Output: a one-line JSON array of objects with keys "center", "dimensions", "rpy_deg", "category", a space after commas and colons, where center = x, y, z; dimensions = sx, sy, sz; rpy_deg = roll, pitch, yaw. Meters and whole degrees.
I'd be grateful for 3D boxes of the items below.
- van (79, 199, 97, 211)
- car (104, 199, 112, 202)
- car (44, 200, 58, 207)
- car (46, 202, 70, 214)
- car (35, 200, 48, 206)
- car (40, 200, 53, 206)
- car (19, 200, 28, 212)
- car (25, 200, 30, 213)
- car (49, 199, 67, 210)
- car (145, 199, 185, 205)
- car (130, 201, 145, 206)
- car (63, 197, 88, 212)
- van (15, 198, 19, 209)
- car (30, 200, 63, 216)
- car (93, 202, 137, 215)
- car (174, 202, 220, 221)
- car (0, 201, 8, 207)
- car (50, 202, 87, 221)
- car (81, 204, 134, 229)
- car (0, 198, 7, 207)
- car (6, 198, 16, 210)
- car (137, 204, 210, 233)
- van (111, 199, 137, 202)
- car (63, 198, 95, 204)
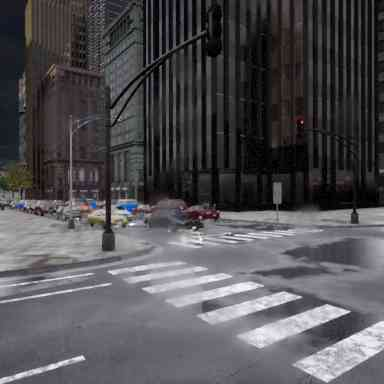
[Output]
[{"center": [-17.060, 2.038, 54.353], "dimensions": [1.690, 1.788, 3.998], "rpy_deg": [-1, 0, -35], "category": "van"}, {"center": [-11.180, 1.876, 46.051], "dimensions": [2.192, 1.841, 5.009], "rpy_deg": [-1, 0, -35], "category": "car"}, {"center": [-31.714, 2.596, 74.935], "dimensions": [1.947, 1.339, 4.313], "rpy_deg": [-1, 0, -35], "category": "car"}, {"center": [-18.918, 2.146, 46.887], "dimensions": [2.128, 1.511, 4.902], "rpy_deg": [0, -1, -35], "category": "car"}, {"center": [-37.738, 2.711, 83.419], "dimensions": [2.008, 1.369, 4.403], "rpy_deg": [-1, 0, -35], "category": "car"}, {"center": [-34.726, 2.661, 79.178], "dimensions": [1.947, 1.339, 4.313], "rpy_deg": [-1, 0, -35], "category": "car"}, {"center": [-23.347, 2.157, 48.420], "dimensions": [1.967, 1.590, 4.097], "rpy_deg": [-1, 0, -35], "category": "car"}, {"center": [-20.516, 2.196, 44.436], "dimensions": [1.887, 1.381, 4.507], "rpy_deg": [-1, 0, -35], "category": "car"}, {"center": [-24.054, 2.171, 59.569], "dimensions": [2.097, 1.767, 4.553], "rpy_deg": [0, -1, -35], "category": "car"}, {"center": [-2.360, 1.669, 33.597], "dimensions": [2.192, 1.841, 5.009], "rpy_deg": [-1, 0, -35], "category": "car"}, {"center": [-5.294, 2.005, 37.748], "dimensions": [1.802, 1.307, 4.206], "rpy_deg": [-1, 0, -35], "category": "car"}, {"center": [-17.774, 1.892, 50.712], "dimensions": [2.150, 2.045, 5.566], "rpy_deg": [0, -1, -35], "category": "car"}, {"center": [-26.177, 2.123, 52.404], "dimensions": [1.690, 1.788, 3.998], "rpy_deg": [-1, 0, -35], "category": "van"}, {"center": [-17.693, 1.901, 40.453], "dimensions": [2.192, 1.841, 5.009], "rpy_deg": [-1, 0, -35], "category": "car"}, {"center": [-7.056, 1.903, 30.093], "dimensions": [1.812, 1.442, 4.674], "rpy_deg": [0, -1, -35], "category": "car"}, {"center": [0.586, 1.829, 29.445], "dimensions": [1.887, 1.381, 4.507], "rpy_deg": [-1, 0, -35], "category": "car"}, {"center": [-44.385, 2.771, 78.056], "dimensions": [1.802, 1.307, 4.206], "rpy_deg": [-1, 0, -35], "category": "car"}, {"center": [-12.030, 2.004, 32.485], "dimensions": [2.008, 1.369, 4.403], "rpy_deg": [-1, 0, -35], "category": "car"}, {"center": [-6.276, 1.844, 24.379], "dimensions": [1.752, 1.417, 4.829], "rpy_deg": [-1, 0, -35], "category": "car"}, {"center": [-41.273, 2.667, 73.672], "dimensions": [1.887, 1.381, 4.507], "rpy_deg": [-1, 0, -35], "category": "car"}, {"center": [-31.935, 2.354, 60.517], "dimensions": [1.967, 1.590, 4.097], "rpy_deg": [-1, 0, -35], "category": "car"}, {"center": [-1.382, 1.790, 22.039], "dimensions": [2.033, 1.411, 5.357], "rpy_deg": [0, -1, -34], "category": "car"}, {"center": [-8.240, 1.833, 41.899], "dimensions": [1.690, 1.788, 3.998], "rpy_deg": [-1, 0, -35], "category": "van"}, {"center": [-12.935, 1.867, 38.387], "dimensions": [2.097, 1.767, 4.553], "rpy_deg": [0, -1, -35], "category": "car"}]
